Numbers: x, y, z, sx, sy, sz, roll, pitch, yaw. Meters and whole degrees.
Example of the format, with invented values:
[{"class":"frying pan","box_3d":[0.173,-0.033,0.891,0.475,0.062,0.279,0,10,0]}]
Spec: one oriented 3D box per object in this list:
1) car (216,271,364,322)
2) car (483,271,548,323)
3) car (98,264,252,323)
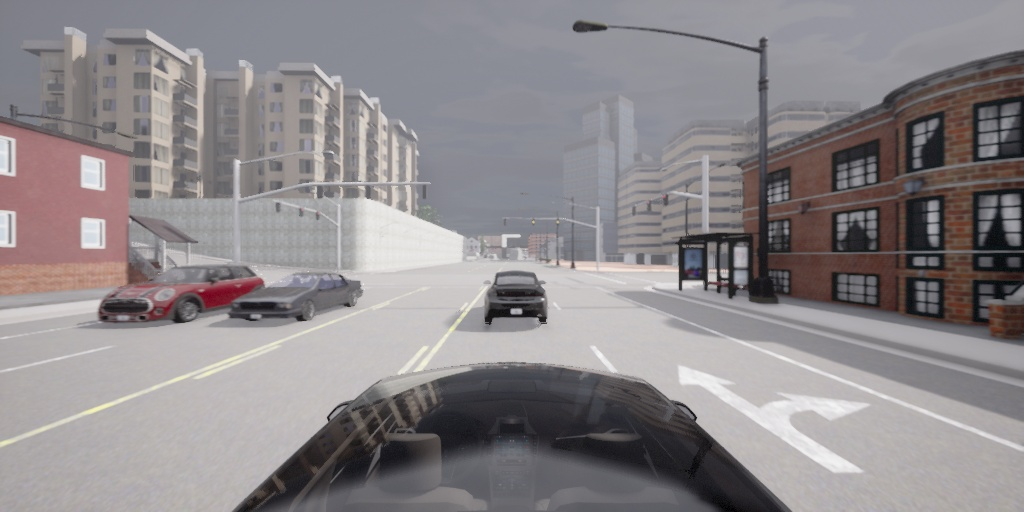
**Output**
[{"class":"car","box_3d":[-7.059,1.282,12.562,2.033,1.411,5.357,0,0,0]},{"class":"car","box_3d":[0.101,1.240,11.992,1.837,1.490,4.892,0,0,0]},{"class":"car","box_3d":[-10.561,1.087,11.993,2.097,1.767,4.553,0,0,0]}]
